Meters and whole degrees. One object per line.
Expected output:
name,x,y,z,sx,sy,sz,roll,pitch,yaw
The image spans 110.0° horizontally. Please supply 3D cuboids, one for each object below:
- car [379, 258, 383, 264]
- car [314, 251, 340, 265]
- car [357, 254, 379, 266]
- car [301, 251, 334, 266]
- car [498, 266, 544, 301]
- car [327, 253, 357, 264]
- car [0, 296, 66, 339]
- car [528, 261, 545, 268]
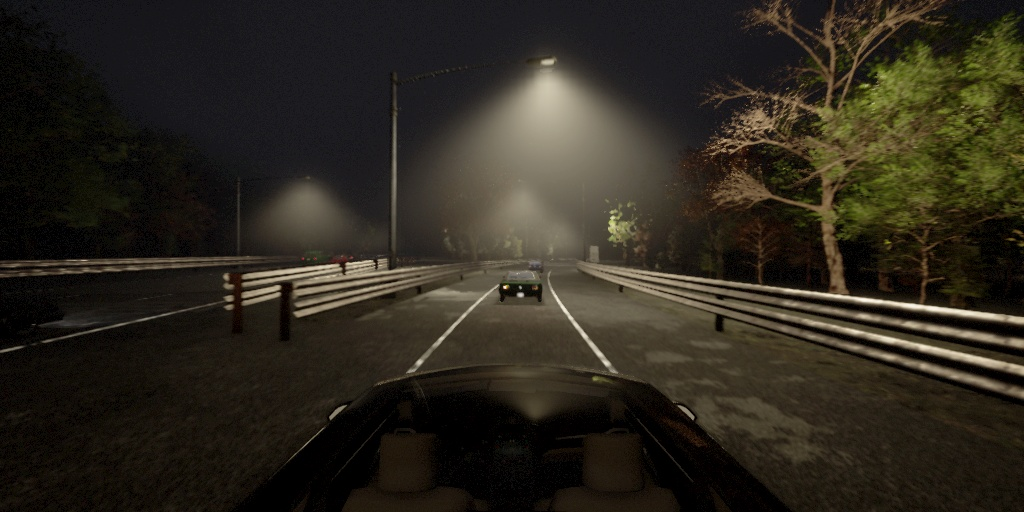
car,-21.667,0.711,56.496,2.033,1.411,5.357,0,-2,-11
car,-28.639,0.316,55.655,2.150,2.045,5.566,0,-1,-12
car,-20.523,0.658,51.180,1.882,1.535,5.008,0,2,-17
car,-27.265,0.296,49.997,2.150,2.045,5.566,1,5,-9
car,0.476,1.347,17.195,1.895,1.301,4.718,0,0,3
car,-23.849,0.660,50.424,1.882,1.535,5.008,0,1,-10
car,-11.098,1.086,5.952,2.033,1.411,5.357,0,0,-12
car,2.988,1.271,44.063,2.033,1.411,5.357,0,0,8
